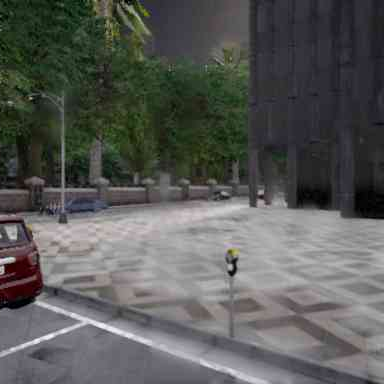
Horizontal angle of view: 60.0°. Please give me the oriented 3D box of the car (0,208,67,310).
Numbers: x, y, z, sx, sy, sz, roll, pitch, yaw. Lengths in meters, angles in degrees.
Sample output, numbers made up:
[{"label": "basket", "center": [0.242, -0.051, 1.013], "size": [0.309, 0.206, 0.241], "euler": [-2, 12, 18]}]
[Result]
[{"label": "car", "center": [-4.948, 1.292, 6.492], "size": [5.009, 1.841, 2.192], "euler": [0, 0, 35]}]

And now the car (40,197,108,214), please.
[{"label": "car", "center": [-9.225, 1.087, 26.387], "size": [2.033, 1.411, 5.357], "euler": [0, 1, 36]}]

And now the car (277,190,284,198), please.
[{"label": "car", "center": [15.856, 0.277, 55.910], "size": [1.895, 1.301, 4.718], "euler": [0, 1, 36]}]

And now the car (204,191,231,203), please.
[{"label": "car", "center": [3.484, 0.584, 44.005], "size": [1.812, 1.442, 4.674], "euler": [0, 1, 36]}]

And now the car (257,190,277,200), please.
[{"label": "car", "center": [9.912, 0.440, 47.541], "size": [1.812, 1.442, 4.674], "euler": [0, 1, 38]}]
